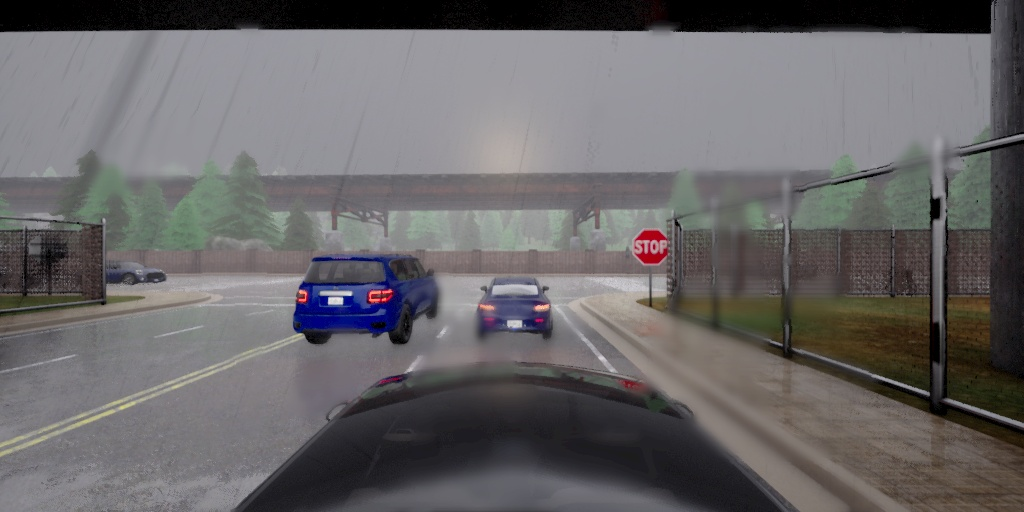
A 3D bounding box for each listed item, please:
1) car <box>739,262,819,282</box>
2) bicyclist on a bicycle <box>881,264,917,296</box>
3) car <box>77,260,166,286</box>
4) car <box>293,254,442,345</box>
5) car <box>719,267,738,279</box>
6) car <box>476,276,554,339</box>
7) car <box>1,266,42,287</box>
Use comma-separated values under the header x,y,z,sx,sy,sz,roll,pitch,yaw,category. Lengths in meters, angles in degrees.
x,y,z,sx,sy,sz,roll,pitch,yaw,category
21.043,1.230,28.007,4.902,1.511,2.128,0,0,1,car
18.335,1.044,17.049,0.582,1.620,1.656,0,0,1,bicyclist on a bicycle
-26.807,1.092,24.761,4.553,1.767,2.097,0,0,0,car
-3.423,0.968,9.666,2.150,2.045,5.566,0,0,0,car
20.653,1.242,31.510,4.892,1.490,1.837,0,0,1,car
0.078,1.272,9.895,1.812,1.442,4.674,0,0,0,car
-31.055,1.246,21.229,4.892,1.490,1.837,0,0,0,car
